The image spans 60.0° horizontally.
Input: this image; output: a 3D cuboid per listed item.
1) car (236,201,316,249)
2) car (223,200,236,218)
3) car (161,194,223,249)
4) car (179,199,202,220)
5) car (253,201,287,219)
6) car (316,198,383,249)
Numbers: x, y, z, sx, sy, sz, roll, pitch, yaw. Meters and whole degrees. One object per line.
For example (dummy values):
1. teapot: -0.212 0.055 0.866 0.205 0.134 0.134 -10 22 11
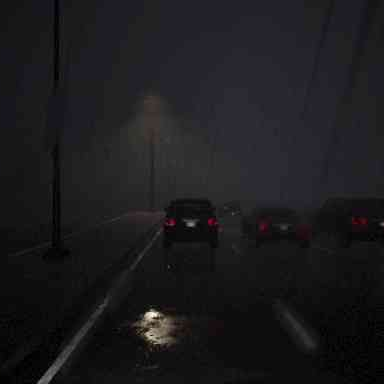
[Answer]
1. car: 3.446 1.365 14.657 2.097 1.767 4.553 0 0 0
2. car: 3.348 1.515 29.687 1.837 1.490 4.892 0 0 0
3. car: -0.054 1.257 14.695 2.150 2.045 5.566 0 0 0
4. car: -0.152 1.484 29.664 1.882 1.535 5.008 0 0 0
5. car: 6.848 1.571 29.710 1.994 1.385 4.181 0 0 0
6. car: 6.946 1.257 14.740 2.150 2.045 5.566 0 0 0
